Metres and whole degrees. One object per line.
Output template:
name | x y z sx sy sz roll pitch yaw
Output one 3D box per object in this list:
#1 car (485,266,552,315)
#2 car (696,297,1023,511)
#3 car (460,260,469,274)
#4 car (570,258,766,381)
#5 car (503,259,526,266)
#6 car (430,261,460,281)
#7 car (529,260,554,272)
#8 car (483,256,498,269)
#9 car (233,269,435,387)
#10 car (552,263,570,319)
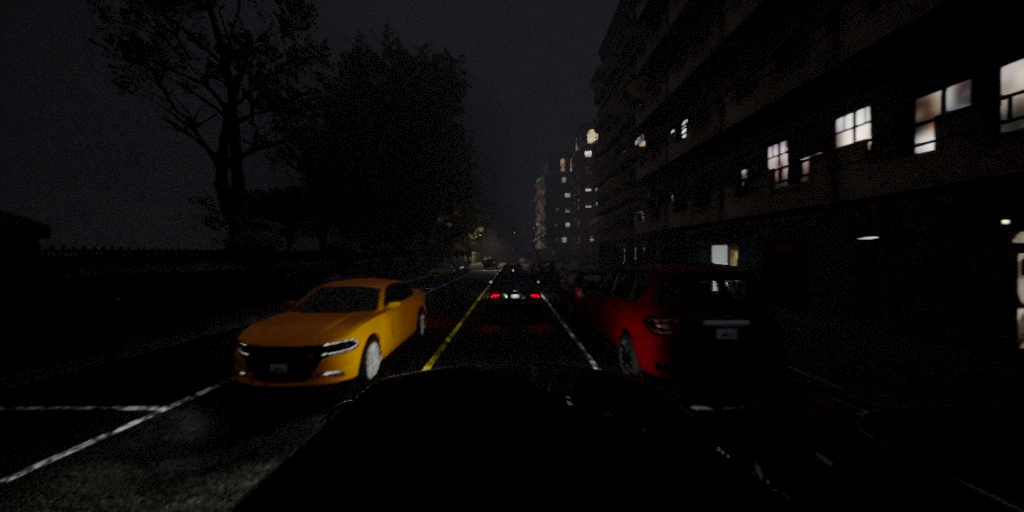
car | 0.096 1.256 13.401 2.033 1.411 5.357 0 0 0
car | 2.691 1.192 1.241 1.967 1.591 4.097 0 0 0
car | -5.696 1.190 35.020 2.007 1.370 4.403 0 0 0
car | 2.690 1.047 6.871 2.192 1.841 5.009 0 0 0
car | 0.093 1.208 33.487 1.994 1.385 4.181 0 0 0
car | -5.695 1.182 29.220 1.751 1.417 4.829 0 0 0
car | 2.686 1.096 29.392 1.967 1.591 4.097 0 0 0
car | -3.010 1.138 51.334 1.837 1.490 4.892 0 0 0
car | -3.103 1.208 7.252 1.882 1.535 5.008 0 0 0
car | 2.689 1.152 12.503 1.967 1.591 4.097 0 0 0
